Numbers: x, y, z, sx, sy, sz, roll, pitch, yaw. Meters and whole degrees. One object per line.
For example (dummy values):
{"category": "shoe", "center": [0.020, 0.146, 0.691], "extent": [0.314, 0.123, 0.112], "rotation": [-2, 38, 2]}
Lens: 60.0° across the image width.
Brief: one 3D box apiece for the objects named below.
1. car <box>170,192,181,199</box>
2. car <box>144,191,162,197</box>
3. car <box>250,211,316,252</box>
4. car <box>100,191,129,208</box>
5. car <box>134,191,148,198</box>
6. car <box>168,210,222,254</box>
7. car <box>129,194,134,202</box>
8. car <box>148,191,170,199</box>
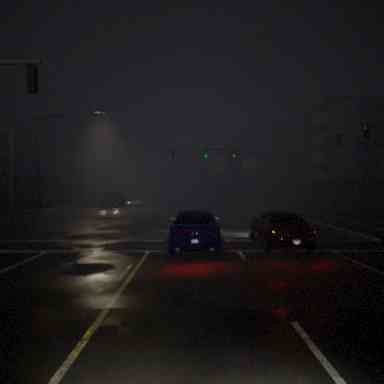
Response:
{"category": "car", "center": [-4.254, 0.785, 75.828], "extent": [1.837, 1.490, 4.892], "rotation": [0, 1, -32]}
{"category": "car", "center": [-9.709, 0.576, 82.980], "extent": [1.812, 1.442, 4.674], "rotation": [-1, 1, -45]}
{"category": "car", "center": [3.619, 1.499, 13.709], "extent": [1.812, 1.442, 4.674], "rotation": [0, 1, 1]}
{"category": "car", "center": [-9.967, 0.916, 42.203], "extent": [2.150, 2.045, 5.566], "rotation": [0, 1, 0]}
{"category": "car", "center": [-12.621, 0.619, 80.968], "extent": [1.837, 1.490, 4.892], "rotation": [-1, 1, -45]}
{"category": "car", "center": [0.118, 1.457, 13.526], "extent": [1.882, 1.535, 5.008], "rotation": [0, 1, 1]}
{"category": "car", "center": [-12.251, 1.042, 60.228], "extent": [1.994, 1.385, 4.181], "rotation": [0, 1, -18]}
{"category": "car", "center": [-7.350, 0.832, 74.193], "extent": [1.812, 1.442, 4.674], "rotation": [0, 1, -32]}
